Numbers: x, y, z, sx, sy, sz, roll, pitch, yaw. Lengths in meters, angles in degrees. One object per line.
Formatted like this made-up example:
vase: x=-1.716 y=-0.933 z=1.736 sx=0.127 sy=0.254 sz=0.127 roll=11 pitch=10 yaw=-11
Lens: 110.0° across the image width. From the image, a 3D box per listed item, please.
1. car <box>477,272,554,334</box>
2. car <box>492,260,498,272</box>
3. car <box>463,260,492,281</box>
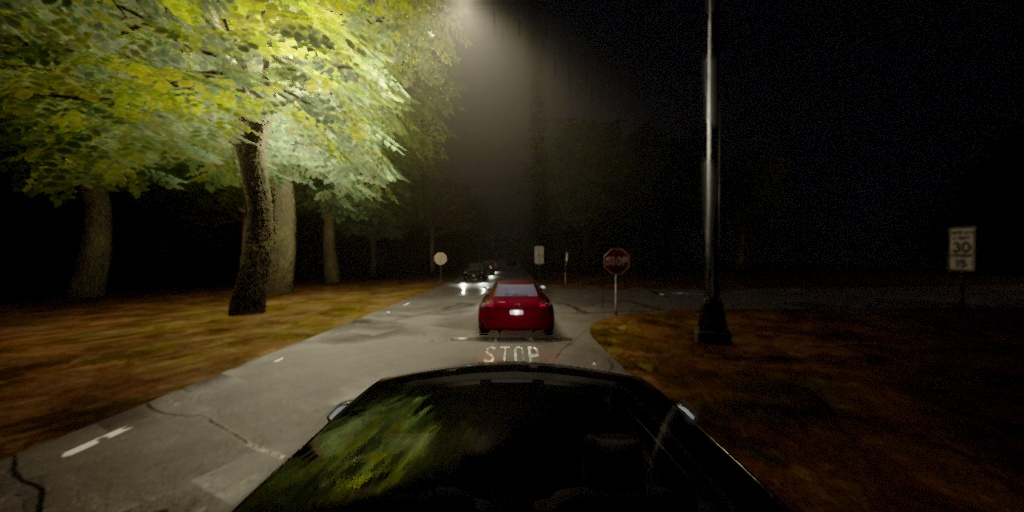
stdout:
car: x=0.101 y=1.356 z=10.772 sx=1.994 sy=1.385 sz=4.181 roll=0 pitch=0 yaw=0
car: x=-3.094 y=1.231 z=41.160 sx=2.097 sy=1.767 sz=4.553 roll=0 pitch=0 yaw=0
car: x=-3.095 y=1.331 z=31.359 sx=1.882 sy=1.535 sz=5.008 roll=0 pitch=0 yaw=0
